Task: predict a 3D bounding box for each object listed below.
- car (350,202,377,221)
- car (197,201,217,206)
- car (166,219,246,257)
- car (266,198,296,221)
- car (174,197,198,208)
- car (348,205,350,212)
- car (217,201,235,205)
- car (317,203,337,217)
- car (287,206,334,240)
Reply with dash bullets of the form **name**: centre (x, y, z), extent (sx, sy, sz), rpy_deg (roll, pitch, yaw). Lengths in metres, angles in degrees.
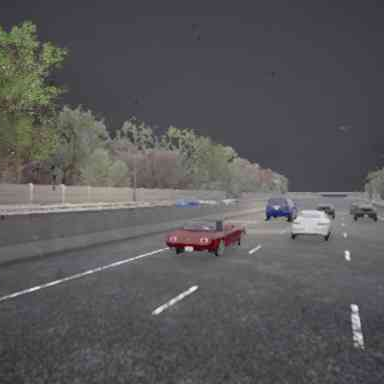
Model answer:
- **car**: centre (15.933, 1.841, 30.761), extent (1.837, 1.490, 4.892), rpy_deg (0, -1, 24)
- **car**: centre (2.971, 2.124, 53.674), extent (1.812, 1.442, 4.674), rpy_deg (0, -1, 24)
- **car**: centre (0.805, 1.753, 13.851), extent (1.895, 1.301, 4.718), rpy_deg (0, -1, 24)
- **car**: centre (8.298, 1.559, 30.735), extent (2.150, 2.045, 5.566), rpy_deg (0, -1, 24)
- **car**: centre (-0.806, 1.820, 53.809), extent (2.150, 2.045, 5.566), rpy_deg (0, -1, 24)
- **car**: centre (19.908, 1.944, 39.827), extent (1.837, 1.490, 4.892), rpy_deg (0, -1, 24)
- **car**: centre (5.895, 2.138, 51.636), extent (1.994, 1.385, 4.181), rpy_deg (0, -1, 24)
- **car**: centre (13.775, 1.884, 34.429), extent (1.837, 1.490, 4.892), rpy_deg (0, 0, 24)
- **car**: centre (6.633, 1.727, 18.354), extent (1.812, 1.442, 4.674), rpy_deg (0, -1, 24)
